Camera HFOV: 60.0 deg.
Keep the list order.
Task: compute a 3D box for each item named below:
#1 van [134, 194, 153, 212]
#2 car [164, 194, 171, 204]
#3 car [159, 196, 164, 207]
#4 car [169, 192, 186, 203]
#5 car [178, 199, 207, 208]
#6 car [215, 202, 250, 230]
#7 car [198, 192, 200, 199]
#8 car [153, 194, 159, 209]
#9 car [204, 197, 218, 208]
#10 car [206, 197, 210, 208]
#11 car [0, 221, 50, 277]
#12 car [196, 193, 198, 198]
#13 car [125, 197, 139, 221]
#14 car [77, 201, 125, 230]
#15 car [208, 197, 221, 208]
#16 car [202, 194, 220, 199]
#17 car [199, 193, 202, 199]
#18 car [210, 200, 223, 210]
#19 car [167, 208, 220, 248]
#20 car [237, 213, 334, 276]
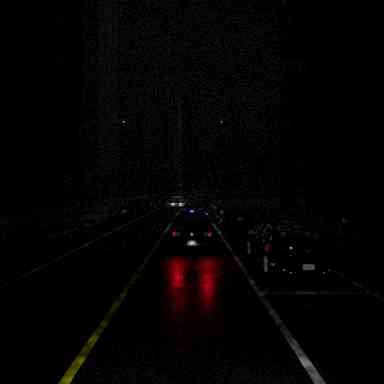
[{"bbox_3d":[-5.762,1.321,37.505,1.690,1.788,3.998,0,0,0],"label":"van"},{"bbox_3d":[-5.762,1.524,64.945,1.947,1.339,4.313,0,0,0],"label":"car"},{"bbox_3d":[-5.762,1.289,48.480,2.192,1.841,5.009,0,0,0],"label":"car"},{"bbox_3d":[-3.000,1.280,68.618,2.150,2.045,5.566,0,0,0],"label":"car"},{"bbox_3d":[0.000,1.558,29.650,1.994,1.385,4.181,0,0,0],"label":"car"},{"bbox_3d":[2.763,1.555,21.032,1.947,1.339,4.313,0,0,0],"label":"car"},{"bbox_3d":[2.764,1.273,64.927,2.192,1.841,5.009,0,0,0],"label":"car"},{"bbox_3d":[-5.762,1.417,42.993,1.967,1.590,4.097,0,0,0],"label":"car"},{"bbox_3d":[2.763,1.499,48.636,1.752,1.417,4.829,0,0,0],"label":"car"},{"bbox_3d":[2.763,1.562,37.492,1.802,1.307,4.206,0,0,0],"label":"car"},{"bbox_3d":[-5.763,1.577,10.067,1.802,1.307,4.206,0,0,0],"label":"car"},{"bbox_3d":[2.764,1.473,91.485,1.947,1.339,4.313,0,0,0],"label":"car"},{"bbox_3d":[-5.762,1.426,26.530,1.967,1.590,4.097,0,0,0],"label":"car"},{"bbox_3d":[-5.762,1.514,20.873,1.752,1.417,4.829,0,0,0],"label":"car"},{"bbox_3d":[2.763,1.508,32.176,1.752,1.417,4.829,0,0,0],"label":"car"},{"bbox_3d":[2.763,1.292,42.979,2.192,1.841,5.009,0,0,0],"label":"car"},{"bbox_3d":[2.763,1.285,53.952,2.192,1.841,5.009,0,0,0],"label":"car"},{"bbox_3d":[2.763,1.552,26.519,1.947,1.339,4.313,0,0,0],"label":"car"},{"bbox_3d":[0.000,1.610,14.679,1.895,1.301,4.718,0,0,0],"label":"car"},{"bbox_3d":[2.763,1.546,10.059,2.008,1.369,4.403,0,0,0],"label":"car"}]
